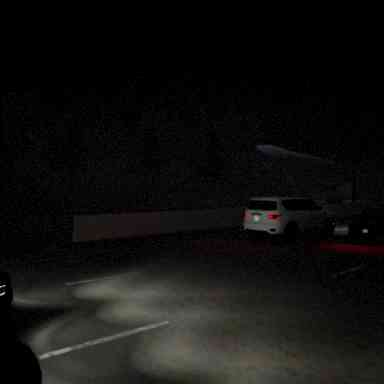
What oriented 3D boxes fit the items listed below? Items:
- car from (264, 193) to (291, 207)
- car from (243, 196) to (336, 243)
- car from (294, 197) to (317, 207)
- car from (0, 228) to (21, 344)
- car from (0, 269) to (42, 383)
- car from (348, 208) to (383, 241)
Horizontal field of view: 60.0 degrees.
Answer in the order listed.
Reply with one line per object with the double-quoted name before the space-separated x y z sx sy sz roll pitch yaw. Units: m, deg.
"car" 14.195 1.261 54.932 2.150 2.045 5.566 1 0 41
"car" 4.960 1.234 16.596 5.566 2.045 2.150 0 0 -40
"car" 18.760 1.540 54.945 1.837 1.490 4.892 1 1 40
"car" -5.206 1.487 4.423 5.008 1.535 1.882 0 0 -35
"car" -3.355 1.482 1.452 5.008 1.535 1.882 0 0 -35
"car" 9.197 1.485 15.611 5.008 1.535 1.882 0 0 -40
